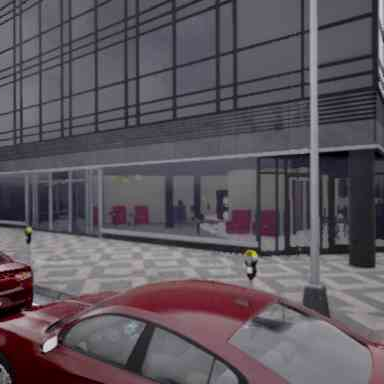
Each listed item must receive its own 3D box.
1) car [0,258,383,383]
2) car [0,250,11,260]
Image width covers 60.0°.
[{"bbox_3d":[-0.204,1.539,3.099,4.507,1.381,1.887,0,0,35],"label":"car"},{"bbox_3d":[-4.820,1.545,6.273,4.507,1.381,1.887,0,0,35],"label":"car"}]
